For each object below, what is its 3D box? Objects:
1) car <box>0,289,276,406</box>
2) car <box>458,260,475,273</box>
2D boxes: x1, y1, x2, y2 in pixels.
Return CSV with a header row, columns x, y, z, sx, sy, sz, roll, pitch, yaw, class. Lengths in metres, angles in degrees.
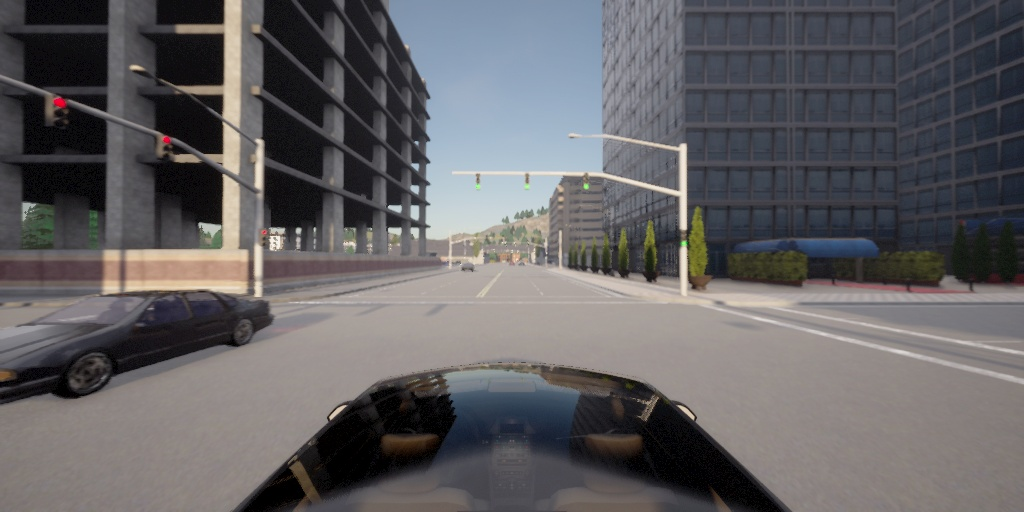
x,y,z,sx,sy,sz,roll,pitch,yaw,class
-7.011,1.374,6.861,2.033,1.411,5.357,0,-1,0,car
-6.994,1.760,57.361,1.882,1.535,5.008,0,-1,0,car
